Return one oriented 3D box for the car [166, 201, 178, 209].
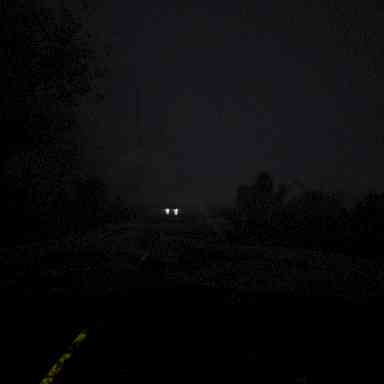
[{"bbox_3d":[-3.491,2.323,60.123,1.812,1.442,4.674,0,-1,0],"label":"car"}]
